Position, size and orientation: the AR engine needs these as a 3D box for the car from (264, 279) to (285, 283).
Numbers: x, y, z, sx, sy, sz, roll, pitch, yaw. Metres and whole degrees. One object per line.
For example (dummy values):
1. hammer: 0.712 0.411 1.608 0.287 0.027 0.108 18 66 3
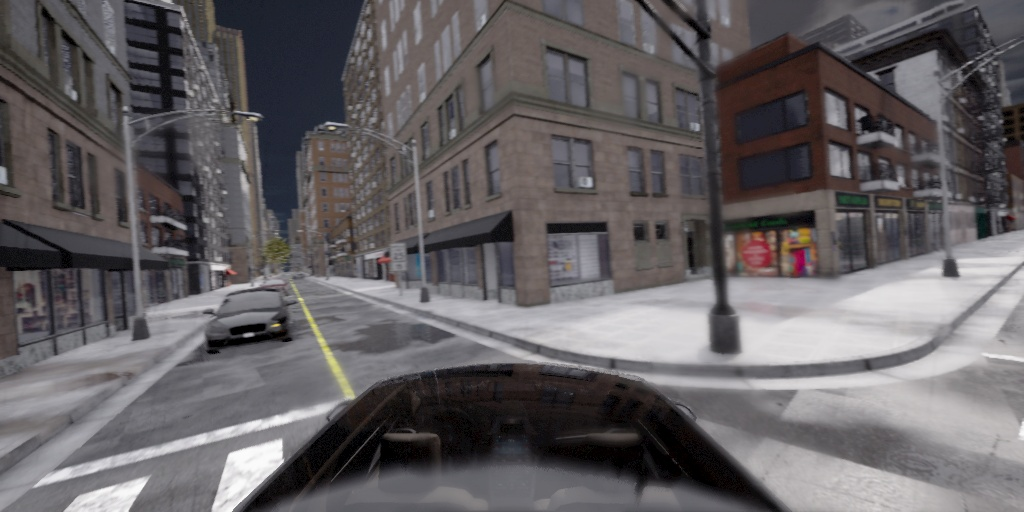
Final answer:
1. car: -18.924 2.545 28.585 1.812 1.442 4.674 -4 0 -32

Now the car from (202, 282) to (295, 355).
1. car: -7.770 1.774 10.847 1.837 1.490 4.892 -4 0 -32
